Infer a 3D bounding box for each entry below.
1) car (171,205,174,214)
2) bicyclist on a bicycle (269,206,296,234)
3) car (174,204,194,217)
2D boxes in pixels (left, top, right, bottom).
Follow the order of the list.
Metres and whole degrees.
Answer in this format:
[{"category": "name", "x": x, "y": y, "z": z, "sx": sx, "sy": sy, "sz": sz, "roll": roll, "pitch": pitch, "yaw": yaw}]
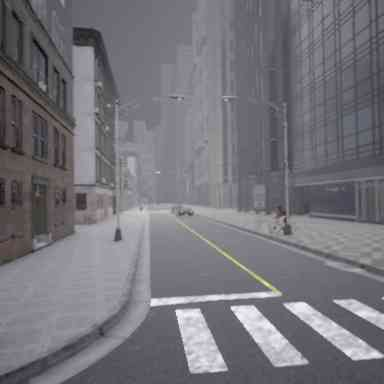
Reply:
[{"category": "car", "x": -2.306, "y": 2.692, "z": 53.739, "sx": 2.128, "sy": 1.511, "sz": 4.902, "roll": -1, "pitch": -1, "yaw": -7}, {"category": "bicyclist on a bicycle", "x": 5.256, "y": 1.621, "z": 19.309, "sx": 1.656, "sy": 1.620, "sz": 0.582, "roll": -1, "pitch": -1, "yaw": -7}, {"category": "car", "x": -0.972, "y": 2.557, "z": 43.732, "sx": 1.895, "sy": 1.301, "sz": 4.718, "roll": -1, "pitch": -1, "yaw": -7}]
